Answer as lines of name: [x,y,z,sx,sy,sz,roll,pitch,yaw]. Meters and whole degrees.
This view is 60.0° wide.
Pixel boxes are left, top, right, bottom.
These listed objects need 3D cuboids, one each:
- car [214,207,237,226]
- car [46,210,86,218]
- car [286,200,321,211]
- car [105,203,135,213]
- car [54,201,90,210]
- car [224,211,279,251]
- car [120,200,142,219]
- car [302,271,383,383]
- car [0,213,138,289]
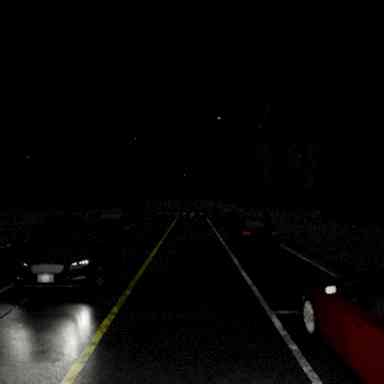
car: [2.662,1.826,25.639,1.887,1.381,4.507,0,-1,0]
car: [-5.857,1.720,14.720,1.947,1.339,4.313,1,-1,0]
car: [16.145,1.911,48.342,4.892,1.490,1.837,0,-1,0]
car: [-5.862,1.805,25.468,1.752,1.417,4.829,0,-1,0]
car: [-17.377,2.037,48.305,4.902,1.511,2.128,0,-1,0]
car: [2.667,1.735,14.720,1.802,1.307,4.206,0,-1,0]
car: [-5.864,1.665,31.100,2.192,1.841,5.009,0,-1,0]
car: [2.673,1.583,3.802,1.887,1.381,4.507,1,-1,0]
car: [-3.104,1.589,9.500,2.128,1.511,4.902,0,-1,0]
